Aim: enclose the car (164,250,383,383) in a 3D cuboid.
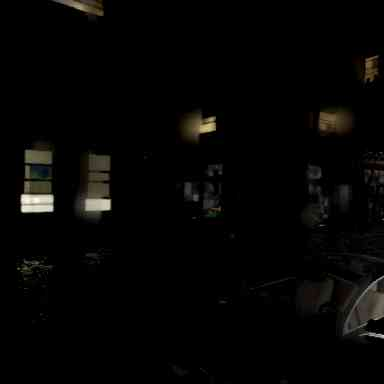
[{"bbox_3d":[1.761,1.501,4.155,4.403,1.369,2.008,1,1,-34],"label":"car"}]
